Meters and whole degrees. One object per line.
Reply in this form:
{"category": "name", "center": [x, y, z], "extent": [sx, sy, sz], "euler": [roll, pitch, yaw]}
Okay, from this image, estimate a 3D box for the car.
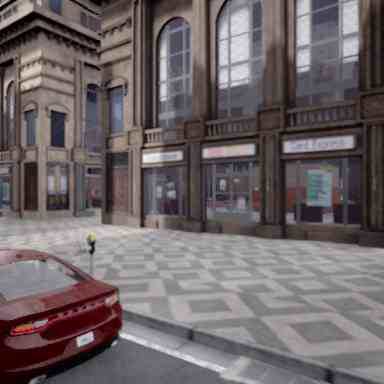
{"category": "car", "center": [-3.047, 1.569, 5.127], "extent": [4.507, 1.381, 1.887], "euler": [0, 0, 35]}
